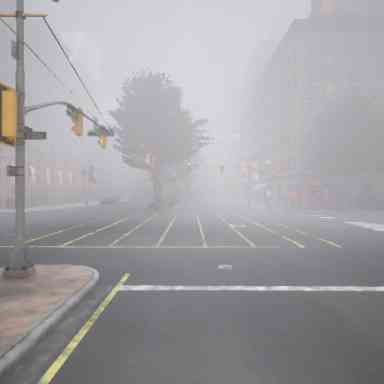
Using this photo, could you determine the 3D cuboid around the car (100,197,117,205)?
[{"bbox_3d":[-14.749,1.592,58.832,1.895,1.301,4.718,0,0,0],"label":"car"}]
